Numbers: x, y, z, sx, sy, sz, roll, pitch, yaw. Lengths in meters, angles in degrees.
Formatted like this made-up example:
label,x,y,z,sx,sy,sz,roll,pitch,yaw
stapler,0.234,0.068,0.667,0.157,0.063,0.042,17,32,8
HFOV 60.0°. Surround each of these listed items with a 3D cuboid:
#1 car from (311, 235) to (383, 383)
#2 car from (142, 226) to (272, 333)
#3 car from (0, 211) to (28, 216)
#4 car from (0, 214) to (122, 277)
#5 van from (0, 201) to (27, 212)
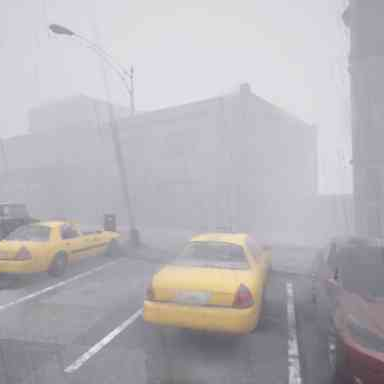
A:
label,x,y,z,sx,sy,sz,roll,pitch,yaw
car,3.021,1.518,5.255,2.163,1.488,4.792,0,-1,16
car,0.693,1.510,7.165,1.946,1.575,5.366,0,-1,15
car,-6.518,1.606,12.113,2.163,1.488,4.792,0,-1,15
car,-4.082,1.554,10.565,1.946,1.575,5.366,0,-1,15
van,-8.943,1.371,13.671,1.878,1.987,4.442,0,-1,15
